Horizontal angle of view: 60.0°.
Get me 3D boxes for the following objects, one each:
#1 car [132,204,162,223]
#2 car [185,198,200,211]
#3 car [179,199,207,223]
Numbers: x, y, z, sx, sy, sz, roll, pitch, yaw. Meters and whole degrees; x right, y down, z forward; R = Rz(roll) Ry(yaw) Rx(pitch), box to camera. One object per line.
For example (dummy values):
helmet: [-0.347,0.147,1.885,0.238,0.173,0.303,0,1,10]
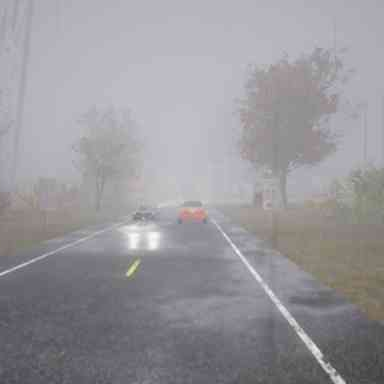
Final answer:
car: [-3.558,1.679,26.770,1.895,1.301,4.718,0,0,1]
car: [0.084,1.636,43.589,1.882,1.535,5.008,0,0,0]
car: [0.068,1.426,26.149,2.097,1.767,4.553,0,0,0]
